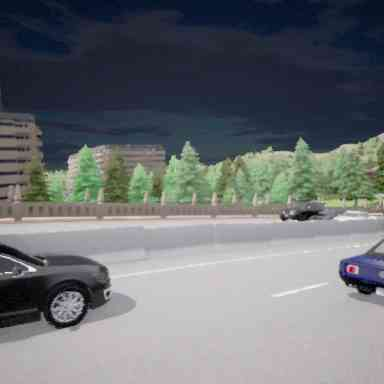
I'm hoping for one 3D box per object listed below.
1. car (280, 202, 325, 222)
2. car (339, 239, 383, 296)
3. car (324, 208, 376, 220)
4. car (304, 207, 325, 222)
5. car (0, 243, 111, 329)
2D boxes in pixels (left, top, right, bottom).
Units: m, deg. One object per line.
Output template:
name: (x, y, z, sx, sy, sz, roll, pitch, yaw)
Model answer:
car: (11.356, 2.020, 33.574, 5.566, 2.045, 2.150, 3, -2, -35)
car: (5.515, 1.705, 7.682, 4.718, 1.301, 1.895, 2, -1, -35)
car: (12.657, 2.204, 25.908, 4.674, 1.442, 1.812, 2, -1, -35)
car: (12.582, 2.326, 30.149, 4.181, 1.385, 1.994, 2, -1, -35)
car: (-3.769, 1.500, 5.358, 4.892, 1.490, 1.837, 0, 0, -35)
